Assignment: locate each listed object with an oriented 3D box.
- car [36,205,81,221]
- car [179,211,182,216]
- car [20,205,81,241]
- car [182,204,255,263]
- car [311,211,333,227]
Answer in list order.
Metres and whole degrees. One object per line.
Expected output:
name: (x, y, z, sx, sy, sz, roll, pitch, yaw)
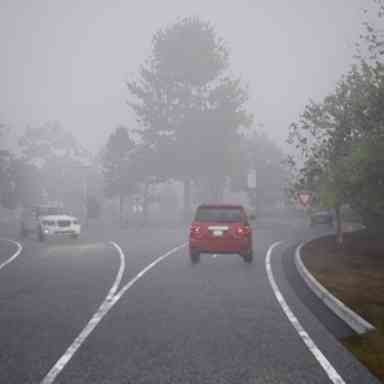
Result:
car: (-18.012, 2.808, 45.091, 2.150, 2.045, 5.566, -2, -3, 27)
car: (0.239, 3.251, 53.941, 4.553, 1.767, 2.097, 0, -2, 14)
car: (-8.785, 1.794, 20.375, 2.150, 2.045, 5.566, 3, -4, -41)
car: (1.308, 1.500, 13.208, 2.150, 2.045, 5.566, -1, -2, 10)
car: (12.777, 2.567, 32.861, 1.882, 1.535, 5.008, 0, -2, 22)
